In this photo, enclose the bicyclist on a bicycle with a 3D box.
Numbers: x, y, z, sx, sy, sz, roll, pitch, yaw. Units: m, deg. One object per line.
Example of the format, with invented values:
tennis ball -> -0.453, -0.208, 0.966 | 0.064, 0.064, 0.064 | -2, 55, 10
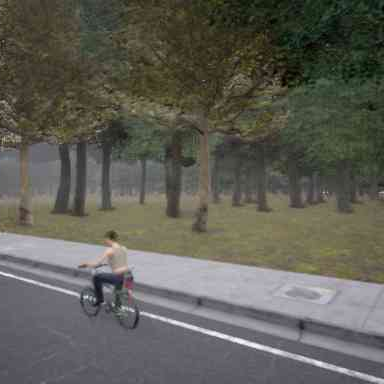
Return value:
bicyclist on a bicycle -> -1.453, 1.459, 5.739 | 1.509, 1.612, 0.866 | 0, 0, 35
